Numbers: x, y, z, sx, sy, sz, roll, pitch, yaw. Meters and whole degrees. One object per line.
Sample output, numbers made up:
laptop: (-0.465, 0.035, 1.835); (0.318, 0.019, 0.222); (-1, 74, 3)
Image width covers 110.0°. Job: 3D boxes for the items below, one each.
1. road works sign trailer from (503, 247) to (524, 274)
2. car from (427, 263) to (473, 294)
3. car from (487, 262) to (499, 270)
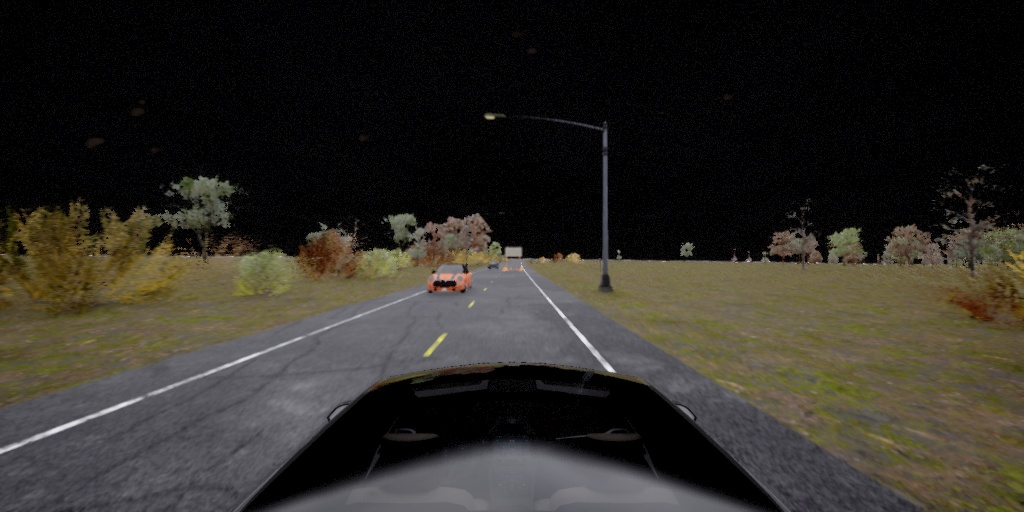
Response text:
road works sign trailer: (0.200, 0.494, 47.342); (2.380, 3.560, 2.880); (0, 0, 0)
car: (-3.561, 1.219, 21.261); (2.097, 1.767, 4.553); (0, 0, 0)
car: (-3.178, 1.685, 62.252); (2.033, 1.411, 5.357); (0, 0, 1)
